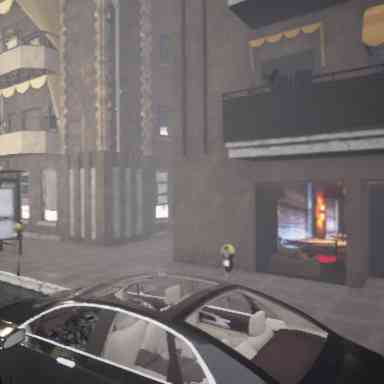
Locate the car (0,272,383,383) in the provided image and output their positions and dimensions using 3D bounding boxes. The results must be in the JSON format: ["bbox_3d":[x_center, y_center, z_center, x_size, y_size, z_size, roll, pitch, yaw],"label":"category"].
[{"bbox_3d":[-0.529,1.514,3.262,4.403,1.369,2.008,0,1,34],"label":"car"}]
